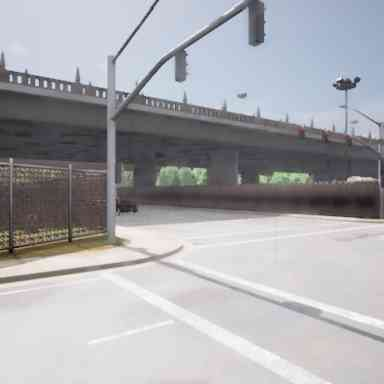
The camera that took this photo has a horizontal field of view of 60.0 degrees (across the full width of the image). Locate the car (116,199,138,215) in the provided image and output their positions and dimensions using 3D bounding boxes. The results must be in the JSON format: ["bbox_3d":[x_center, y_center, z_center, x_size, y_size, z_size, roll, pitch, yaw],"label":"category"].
[{"bbox_3d":[-7.527,1.526,35.590,1.882,1.535,5.008,0,0,-36],"label":"car"}]
